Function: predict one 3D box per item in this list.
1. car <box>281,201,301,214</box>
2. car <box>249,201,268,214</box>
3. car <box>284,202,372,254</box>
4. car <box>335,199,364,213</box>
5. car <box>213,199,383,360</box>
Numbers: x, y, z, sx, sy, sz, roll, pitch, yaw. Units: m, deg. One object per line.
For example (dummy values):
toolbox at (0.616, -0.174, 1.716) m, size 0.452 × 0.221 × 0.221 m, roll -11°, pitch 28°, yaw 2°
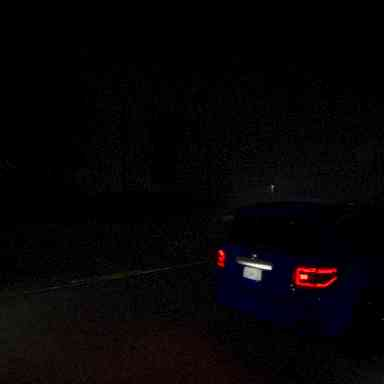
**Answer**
car at (11.546, 1.755, 39.088) m, size 2.033 × 1.411 × 5.357 m, roll -1°, pitch -1°, yaw 15°
car at (8.020, 1.808, 39.705) m, size 1.994 × 1.385 × 4.181 m, roll -1°, pitch -1°, yaw 15°
car at (6.011, 1.379, 14.384) m, size 2.097 × 1.767 × 4.553 m, roll 0°, pitch 0°, yaw 42°
car at (19.236, 1.642, 40.807) m, size 2.128 × 1.511 × 4.902 m, roll -1°, pitch -1°, yaw 12°
car at (2.860, 1.223, 6.244) m, size 5.566 × 2.045 × 2.150 m, roll 1°, pitch 0°, yaw -40°
